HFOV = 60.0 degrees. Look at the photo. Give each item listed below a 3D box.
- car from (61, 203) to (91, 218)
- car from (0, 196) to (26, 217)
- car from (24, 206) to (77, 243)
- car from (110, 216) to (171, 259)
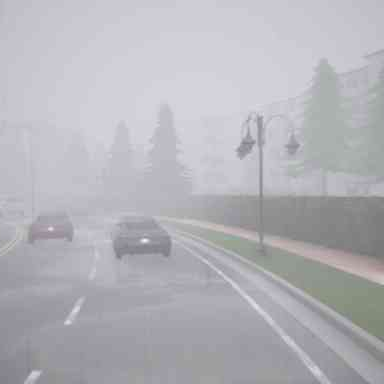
[{"bbox_3d":[-11.138,1.695,30.607,2.033,1.411,5.357,0,0,-40],"label":"car"},{"bbox_3d":[-18.764,1.419,33.549,5.566,2.045,2.150,0,0,43],"label":"car"},{"bbox_3d":[-7.155,1.651,16.960,1.994,1.385,4.181,0,0,-22],"label":"car"},{"bbox_3d":[-2.121,1.613,13.072,1.994,1.385,4.181,0,0,-16],"label":"car"}]
